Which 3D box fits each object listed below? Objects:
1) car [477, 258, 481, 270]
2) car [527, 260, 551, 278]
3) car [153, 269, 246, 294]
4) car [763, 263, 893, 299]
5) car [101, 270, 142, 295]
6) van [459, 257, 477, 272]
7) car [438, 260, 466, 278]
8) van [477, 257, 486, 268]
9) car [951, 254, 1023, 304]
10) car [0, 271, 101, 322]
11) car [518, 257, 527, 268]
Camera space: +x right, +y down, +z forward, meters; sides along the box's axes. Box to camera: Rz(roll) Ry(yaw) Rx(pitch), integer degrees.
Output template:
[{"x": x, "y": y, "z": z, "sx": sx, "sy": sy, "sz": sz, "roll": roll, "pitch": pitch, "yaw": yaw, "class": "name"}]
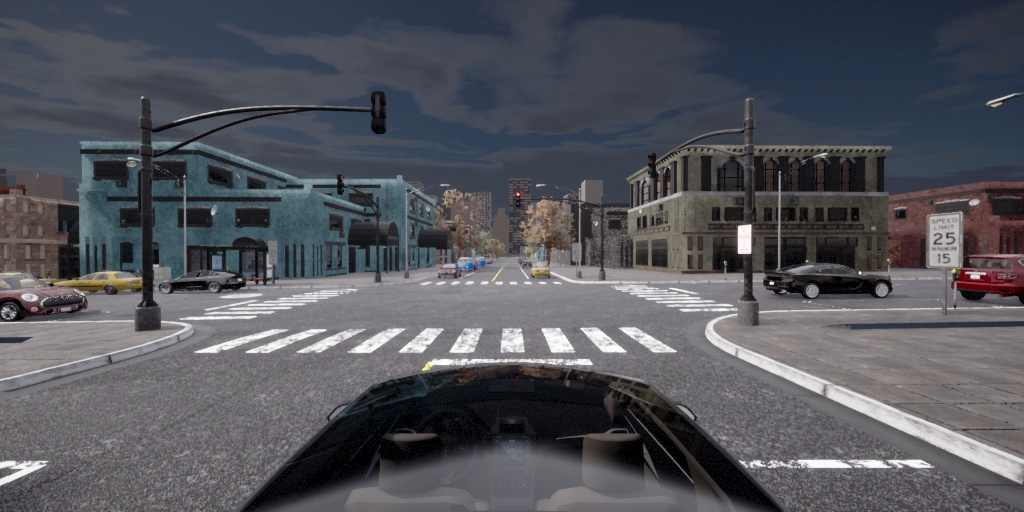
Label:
[{"x": -5.782, "y": 1.285, "z": 50.108, "sx": 1.888, "sy": 1.381, "sz": 4.507, "roll": 0, "pitch": 0, "yaw": 0, "class": "car"}, {"x": 2.631, "y": 1.269, "z": 33.655, "sx": 1.751, "sy": 1.417, "sz": 4.829, "roll": 0, "pitch": 0, "yaw": 0, "class": "car"}, {"x": -18.227, "y": 1.474, "z": 21.258, "sx": 4.313, "sy": 1.339, "sz": 1.948, "roll": 0, "pitch": 0, "yaw": -1, "class": "car"}, {"x": 14.178, "y": 1.050, "z": 16.204, "sx": 5.008, "sy": 1.535, "sz": 1.882, "roll": -1, "pitch": 1, "yaw": -1, "class": "car"}, {"x": -24.050, "y": 1.501, "z": 21.142, "sx": 4.829, "sy": 1.417, "sz": 1.751, "roll": 0, "pitch": 0, "yaw": -1, "class": "car"}, {"x": -5.770, "y": 1.082, "z": 44.561, "sx": 1.690, "sy": 1.789, "sz": 3.998, "roll": 0, "pitch": 0, "yaw": 0, "class": "van"}, {"x": -5.748, "y": 1.326, "z": 33.469, "sx": 1.802, "sy": 1.307, "sz": 4.207, "roll": 0, "pitch": 0, "yaw": 0, "class": "car"}, {"x": -5.803, "y": 1.078, "z": 61.200, "sx": 1.690, "sy": 1.789, "sz": 3.998, "roll": 0, "pitch": 0, "yaw": 0, "class": "van"}, {"x": 19.925, "y": 0.842, "z": 13.634, "sx": 5.009, "sy": 1.841, "sz": 2.192, "roll": 0, "pitch": 0, "yaw": -1, "class": "car"}, {"x": -18.091, "y": 1.423, "z": 12.912, "sx": 4.097, "sy": 1.591, "sz": 1.967, "roll": 0, "pitch": 0, "yaw": -1, "class": "car"}, {"x": 2.578, "y": 1.288, "z": 61.217, "sx": 2.007, "sy": 1.370, "sz": 4.403, "roll": 0, "pitch": 0, "yaw": 0, "class": "car"}]
